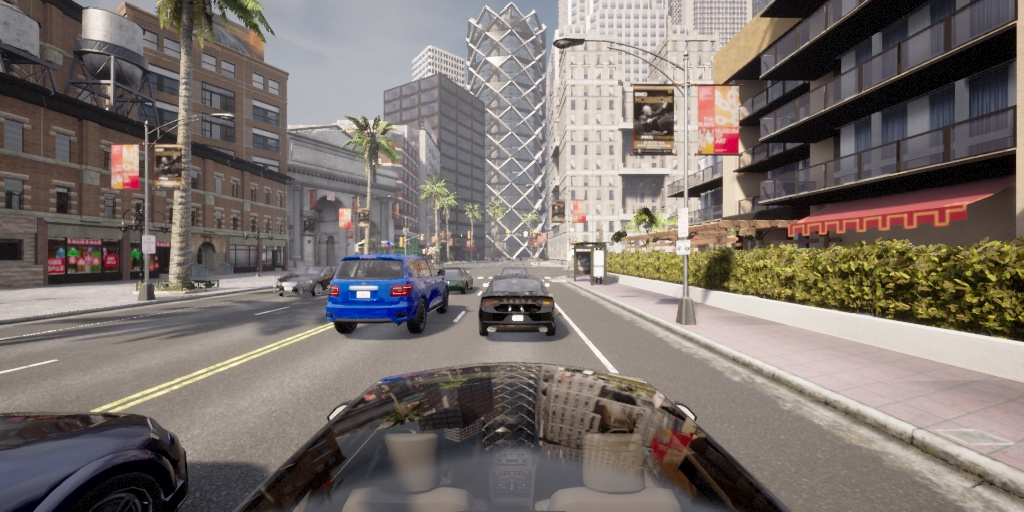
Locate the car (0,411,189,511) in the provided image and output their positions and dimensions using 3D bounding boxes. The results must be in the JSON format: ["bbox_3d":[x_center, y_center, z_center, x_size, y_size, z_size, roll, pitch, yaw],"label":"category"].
[{"bbox_3d":[-3.341,1.314,0.846,1.994,1.385,4.181,0,0,0],"label":"car"}]

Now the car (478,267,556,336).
[{"bbox_3d":[0.128,1.228,10.451,1.882,1.535,5.008,0,0,0],"label":"car"}]

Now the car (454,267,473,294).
[{"bbox_3d":[-3.355,1.314,20.214,1.994,1.385,4.181,0,0,0],"label":"car"}]

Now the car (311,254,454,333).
[{"bbox_3d":[-3.379,0.971,10.855,2.150,2.045,5.566,0,0,0],"label":"car"}]

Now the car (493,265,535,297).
[{"bbox_3d":[0.139,1.297,20.041,2.033,1.411,5.357,0,0,0],"label":"car"}]

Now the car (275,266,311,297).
[{"bbox_3d":[-10.460,1.254,19.219,2.128,1.511,4.902,0,0,0],"label":"car"}]
